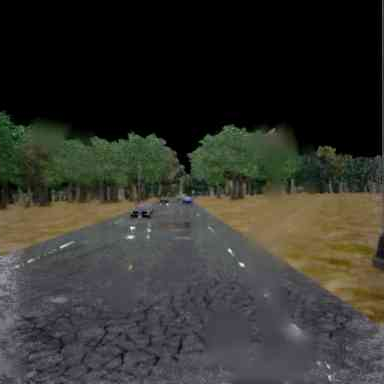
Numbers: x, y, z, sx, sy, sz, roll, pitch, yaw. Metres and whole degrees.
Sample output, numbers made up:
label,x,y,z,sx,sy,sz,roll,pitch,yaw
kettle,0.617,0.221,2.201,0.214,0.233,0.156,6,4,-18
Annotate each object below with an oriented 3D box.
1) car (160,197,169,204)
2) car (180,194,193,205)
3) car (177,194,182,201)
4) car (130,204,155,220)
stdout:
label,x,y,z,sx,sy,sz,roll,pitch,yaw
car,-5.900,1.775,71.548,1.895,1.301,4.718,0,0,-2
car,-0.900,1.676,64.173,1.882,1.535,5.008,0,0,-2
car,-2.745,1.619,82.996,1.895,1.301,4.718,0,0,0
car,-4.477,1.782,30.287,1.895,1.301,4.718,0,0,-2
